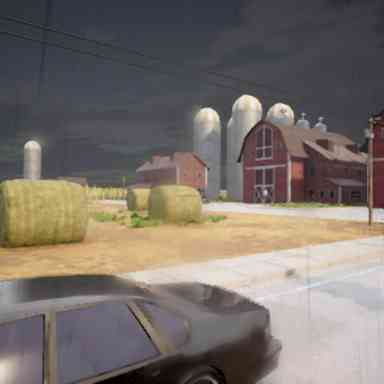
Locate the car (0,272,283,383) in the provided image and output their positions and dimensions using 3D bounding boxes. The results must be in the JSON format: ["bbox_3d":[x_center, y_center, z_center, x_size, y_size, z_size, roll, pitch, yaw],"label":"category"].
[{"bbox_3d":[-1.542,1.549,2.889,5.357,1.411,2.033,0,0,-36],"label":"car"}]

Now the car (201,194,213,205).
[{"bbox_3d":[1.955,1.338,61.937,3.866,1.878,1.905,-2,5,11],"label":"car"}]
